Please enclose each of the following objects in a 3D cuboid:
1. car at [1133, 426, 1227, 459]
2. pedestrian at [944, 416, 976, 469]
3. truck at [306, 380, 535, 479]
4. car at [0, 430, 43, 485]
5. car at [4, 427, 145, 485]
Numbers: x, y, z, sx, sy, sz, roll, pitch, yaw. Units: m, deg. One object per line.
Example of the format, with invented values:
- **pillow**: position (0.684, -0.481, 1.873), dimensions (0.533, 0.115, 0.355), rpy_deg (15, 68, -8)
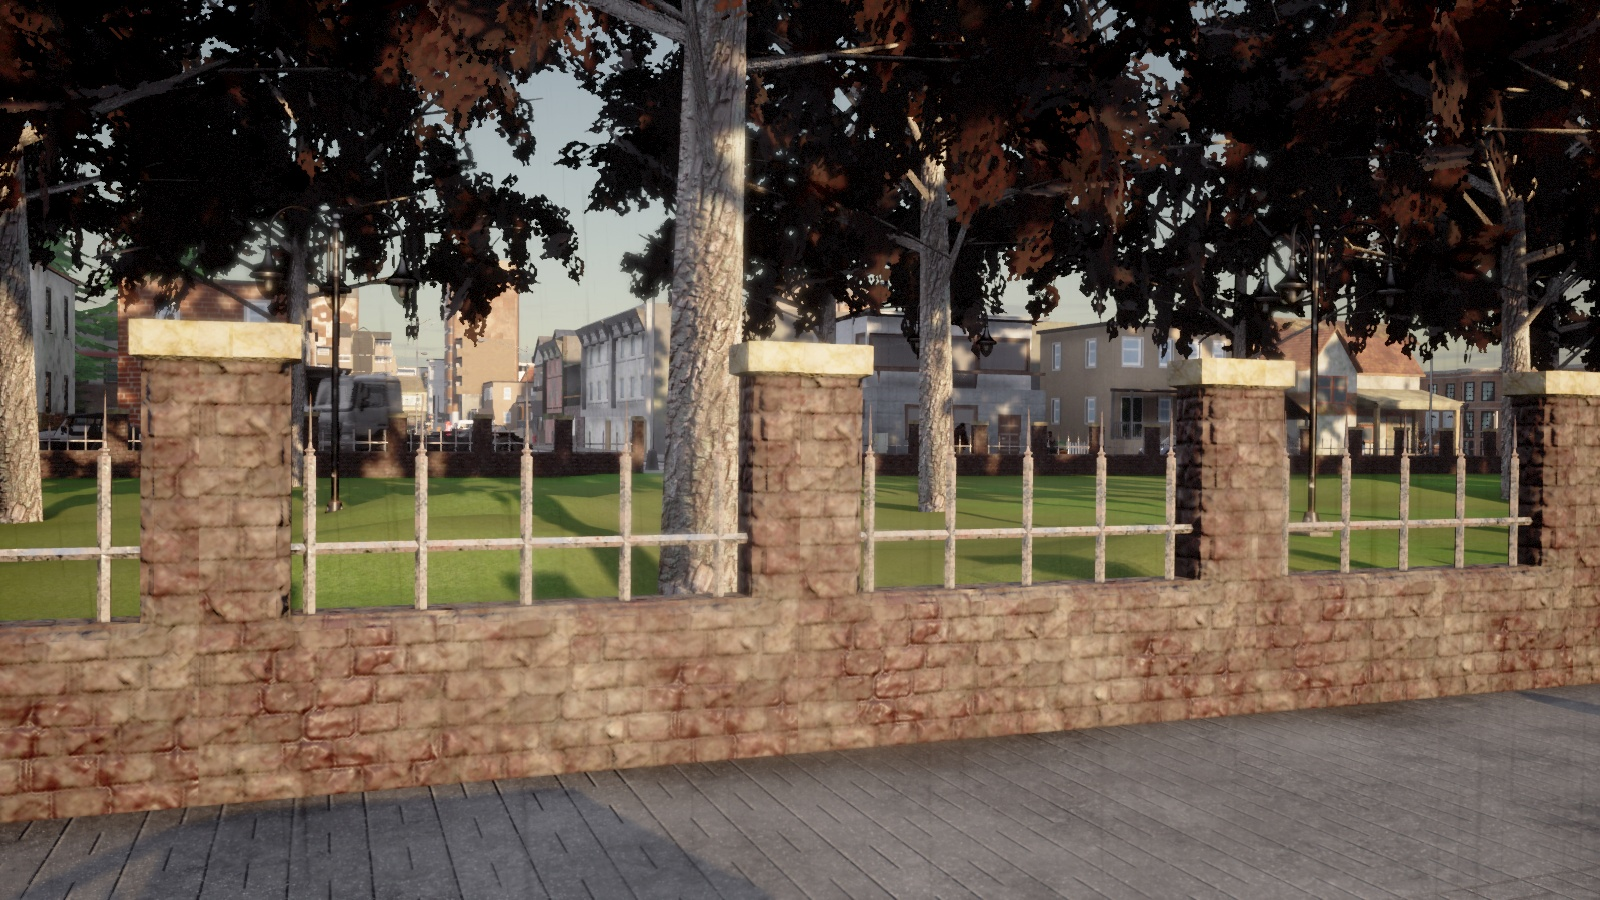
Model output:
- **car**: position (17.850, -0.389, 59.012), dimensions (3.806, 1.475, 1.970), rpy_deg (-1, 1, -21)
- **pedestrian**: position (5.660, -0.275, 44.365), dimensions (0.899, 1.844, 0.634), rpy_deg (-1, 1, -21)
- **truck**: position (-14.278, -0.809, 47.839), dimensions (2.891, 3.462, 7.936), rpy_deg (0, 2, 43)
- **car**: position (-25.988, 0.240, 37.992), dimensions (5.027, 1.651, 2.152), rpy_deg (-1, 1, -23)
- **car**: position (-24.669, 0.163, 42.846), dimensions (3.866, 1.878, 1.905), rpy_deg (-1, 1, -20)
